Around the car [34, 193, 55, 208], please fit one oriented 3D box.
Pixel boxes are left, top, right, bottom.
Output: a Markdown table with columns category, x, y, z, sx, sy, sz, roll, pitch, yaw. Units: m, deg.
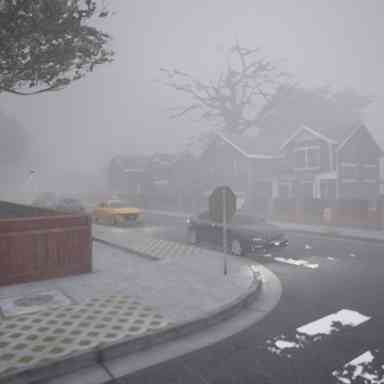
| category | x | y | z | sx | sy | sz | roll | pitch | yaw |
| --- | --- | --- | --- | --- | --- | --- | --- | --- | --- |
| car | -17.641 | 1.277 | 39.848 | 2.128 | 1.511 | 4.902 | -1 | 1 | -36 |

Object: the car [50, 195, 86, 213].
| category | x | y | z | sx | sy | sz | roll | pitch | yaw |
| --- | --- | --- | --- | --- | --- | --- | --- | --- | --- |
| car | -11.602 | 1.316 | 31.511 | 1.837 | 1.490 | 4.892 | -1 | 1 | -36 |

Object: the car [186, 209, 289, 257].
| category | x | y | z | sx | sy | sz | roll | pitch | yaw |
| --- | --- | --- | --- | --- | --- | --- | --- | --- | --- |
| car | 1.519 | 1.407 | 12.818 | 1.837 | 1.490 | 4.892 | -1 | 1 | -30 |

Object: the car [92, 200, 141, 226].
| category | x | y | z | sx | sy | sz | roll | pitch | yaw |
| --- | --- | --- | --- | --- | --- | --- | --- | --- | --- |
| car | -5.228 | 1.325 | 22.757 | 1.882 | 1.535 | 5.008 | -1 | 1 | -36 |

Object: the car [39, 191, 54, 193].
| category | x | y | z | sx | sy | sz | roll | pitch | yaw |
| --- | --- | --- | --- | --- | --- | --- | --- | --- | --- |
| car | -22.588 | 0.932 | 51.387 | 2.150 | 2.045 | 5.566 | -1 | 1 | -36 |

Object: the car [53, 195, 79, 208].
| category | x | y | z | sx | sy | sz | roll | pitch | yaw |
| --- | --- | --- | --- | --- | --- | --- | --- | --- | --- |
| car | -16.358 | 1.203 | 42.930 | 1.882 | 1.535 | 5.008 | -1 | 1 | -35 |

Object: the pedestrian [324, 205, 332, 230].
| category | x | y | z | sx | sy | sz | roll | pitch | yaw |
| --- | --- | --- | --- | --- | --- | --- | --- | --- | --- |
| pedestrian | 6.685 | 1.201 | 16.344 | 0.375 | 1.300 | 0.375 | -1 | 1 | -36 |
